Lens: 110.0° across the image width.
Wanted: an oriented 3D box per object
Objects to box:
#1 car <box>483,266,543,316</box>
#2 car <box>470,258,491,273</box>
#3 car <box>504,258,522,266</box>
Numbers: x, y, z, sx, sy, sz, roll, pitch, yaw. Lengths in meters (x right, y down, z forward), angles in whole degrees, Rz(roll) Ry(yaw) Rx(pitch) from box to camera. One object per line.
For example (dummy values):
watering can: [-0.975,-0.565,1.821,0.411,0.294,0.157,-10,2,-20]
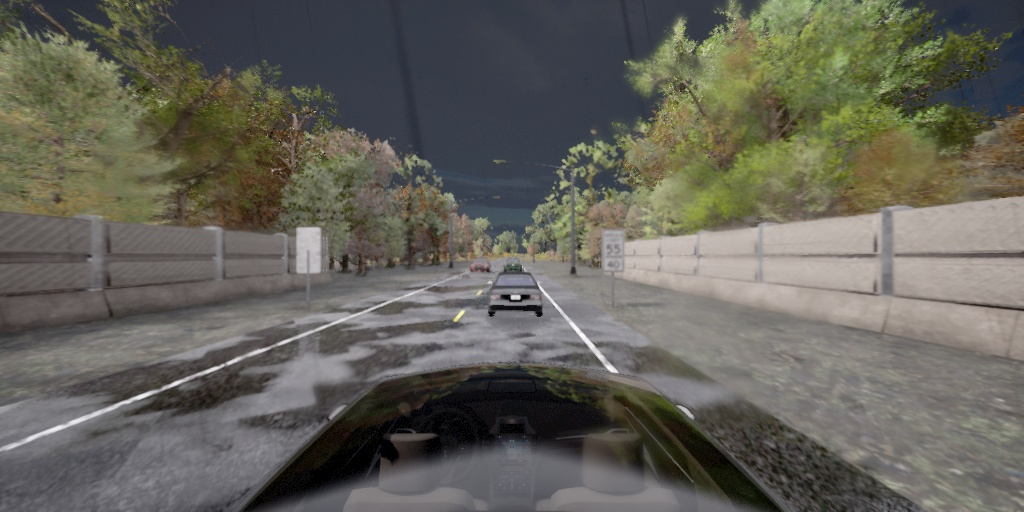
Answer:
car: [0.108,1.280,13.271,2.033,1.411,5.357,0,0,0]
car: [-3.568,1.017,41.086,2.097,1.767,4.553,0,0,0]
car: [0.108,1.016,41.545,2.097,1.767,4.553,0,0,0]
